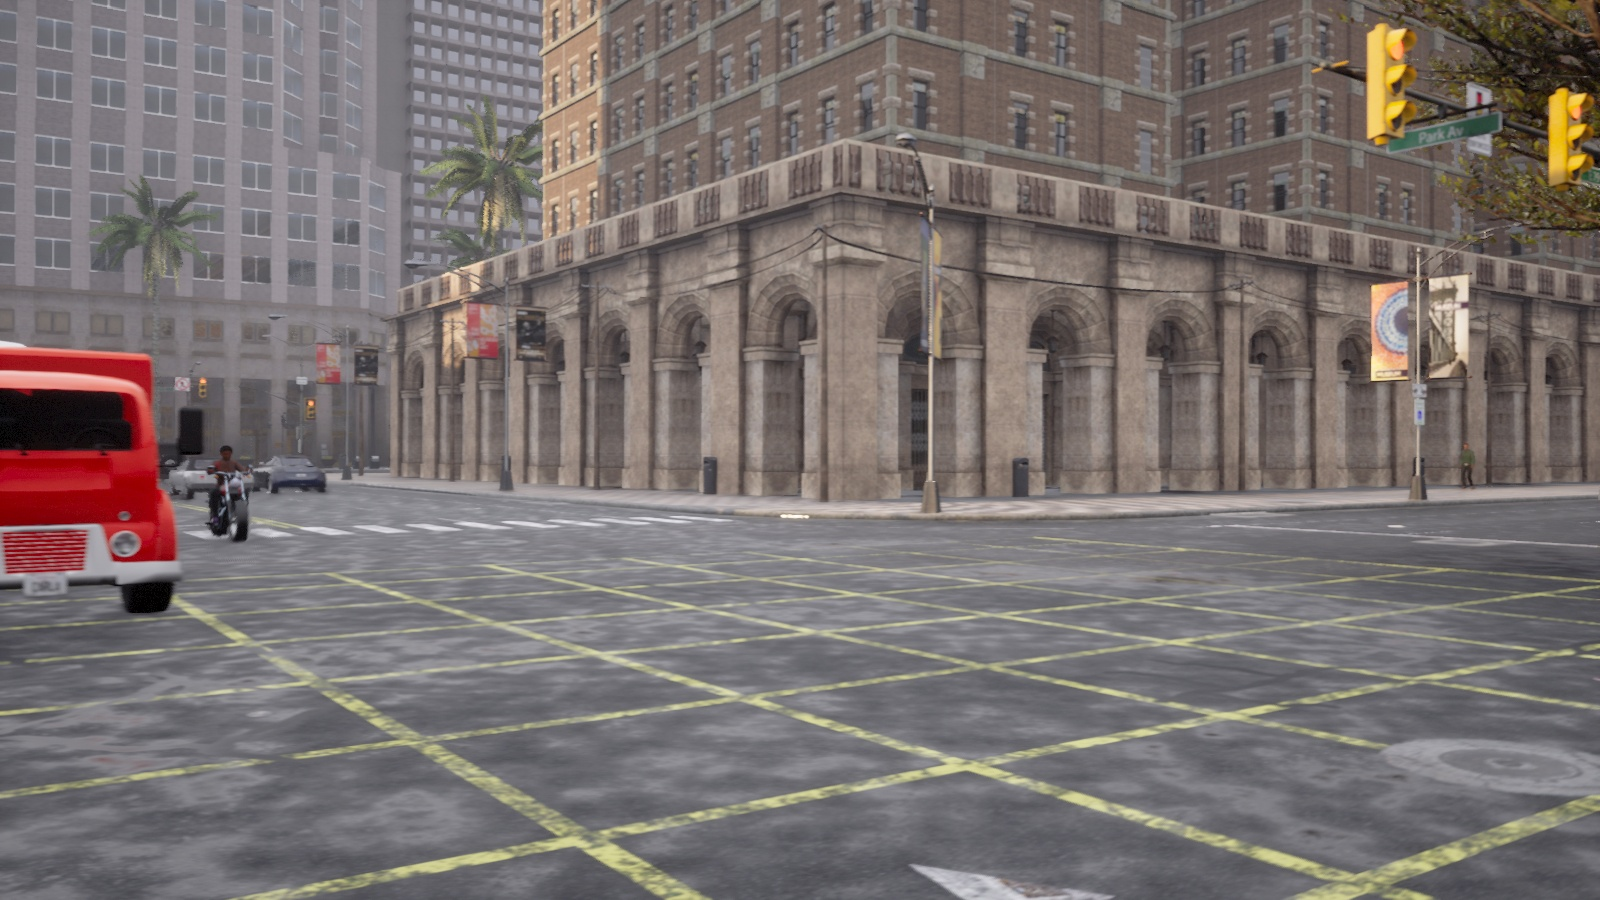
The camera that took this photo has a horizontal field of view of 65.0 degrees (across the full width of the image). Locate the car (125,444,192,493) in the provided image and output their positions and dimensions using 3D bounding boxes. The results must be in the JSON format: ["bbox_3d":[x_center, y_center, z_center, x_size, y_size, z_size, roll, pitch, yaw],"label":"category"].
[{"bbox_3d":[-25.628,0.718,50.123,1.905,1.878,3.866,0,0,-35],"label":"car"}]

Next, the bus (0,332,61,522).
[{"bbox_3d":[-21.484,-0.508,31.861,3.944,4.253,10.273,0,0,-35],"label":"bus"}]

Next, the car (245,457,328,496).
[{"bbox_3d":[-19.316,0.965,47.133,1.994,1.385,4.181,0,0,-35],"label":"car"}]

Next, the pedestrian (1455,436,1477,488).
[{"bbox_3d":[25.177,0.464,47.457,0.788,1.949,0.423,0,0,-35],"label":"pedestrian"}]

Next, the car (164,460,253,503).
[{"bbox_3d":[-19.443,0.987,41.154,1.895,1.301,4.718,0,0,-35],"label":"car"}]

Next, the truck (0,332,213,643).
[{"bbox_3d":[-7.652,0.304,12.230,2.627,2.467,5.204,0,0,-35],"label":"truck"}]

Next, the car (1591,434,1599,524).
[{"bbox_3d":[18.780,0.586,26.409,4.605,1.855,1.932,0,0,-34],"label":"car"}]

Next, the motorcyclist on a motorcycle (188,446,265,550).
[{"bbox_3d":[-9.738,0.768,21.269,0.766,1.649,2.350,0,0,-35],"label":"motorcyclist on a motorcycle"}]
